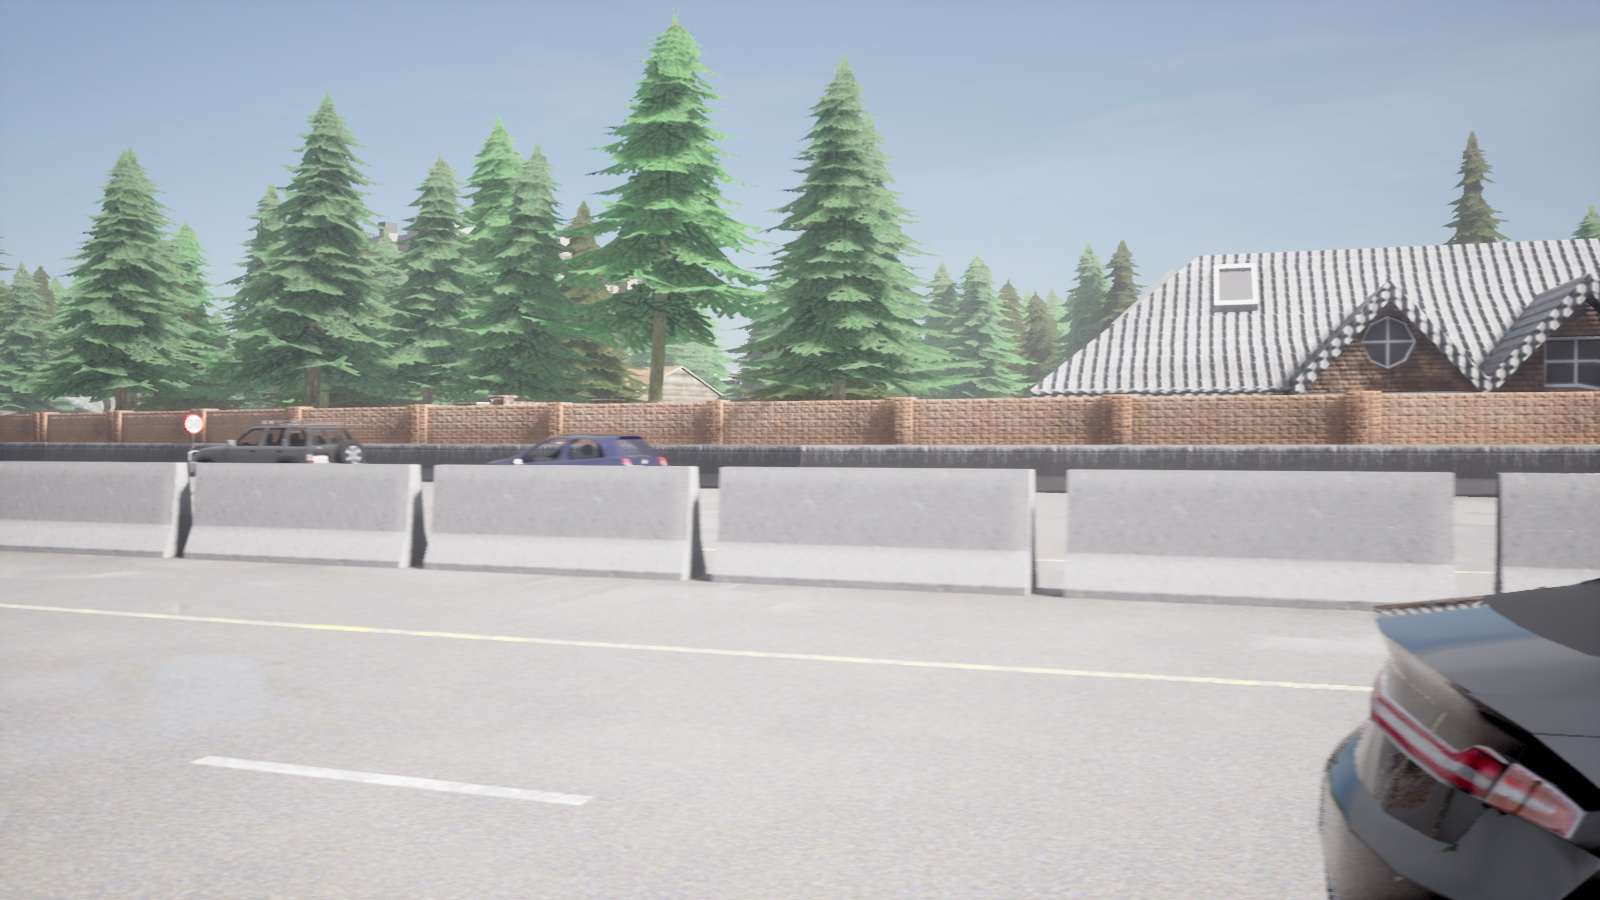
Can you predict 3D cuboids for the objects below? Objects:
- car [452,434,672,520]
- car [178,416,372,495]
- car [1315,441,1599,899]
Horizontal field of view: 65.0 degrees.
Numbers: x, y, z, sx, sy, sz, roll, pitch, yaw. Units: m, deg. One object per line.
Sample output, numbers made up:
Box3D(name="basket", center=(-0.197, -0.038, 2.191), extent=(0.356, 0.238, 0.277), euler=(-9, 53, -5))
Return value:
Box3D(name="car", center=(-4.450, 0.452, 23.547), extent=(3.633, 1.501, 1.845), euler=(0, 1, 23))
Box3D(name="car", center=(-13.154, 0.097, 31.442), extent=(4.605, 1.855, 1.932), euler=(0, 1, 27))
Box3D(name="car", center=(3.564, 0.765, 2.008), extent=(4.902, 1.511, 2.128), euler=(1, 1, 18))
